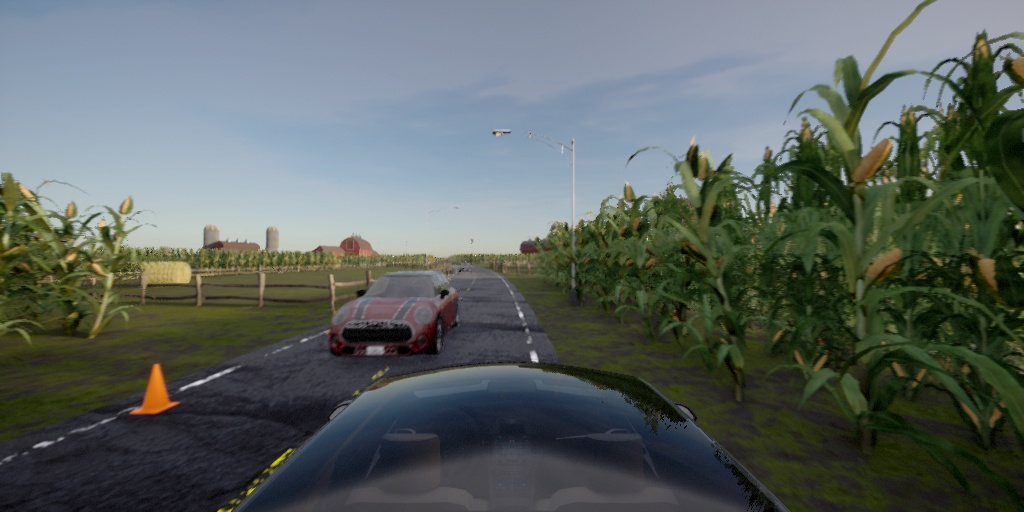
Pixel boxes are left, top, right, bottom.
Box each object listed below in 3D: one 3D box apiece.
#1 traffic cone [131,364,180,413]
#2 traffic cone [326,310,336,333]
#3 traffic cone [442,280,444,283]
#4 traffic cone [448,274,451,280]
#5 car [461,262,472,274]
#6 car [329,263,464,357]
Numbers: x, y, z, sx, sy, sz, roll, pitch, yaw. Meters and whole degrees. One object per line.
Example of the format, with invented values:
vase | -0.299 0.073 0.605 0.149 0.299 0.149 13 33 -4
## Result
traffic cone | -4.741 1.735 4.776 0.340 0.580 0.340 0 0 -1
traffic cone | -4.822 1.778 9.747 0.340 0.580 0.340 0 0 -1
traffic cone | -5.724 1.955 29.611 0.340 0.580 0.340 0 0 -4
traffic cone | -6.092 2.000 34.569 0.340 0.580 0.340 0 0 -5
car | -6.449 1.534 49.548 1.837 1.490 4.892 0 -1 -7
car | -2.557 1.166 8.849 2.097 1.767 4.553 0 -1 -1
